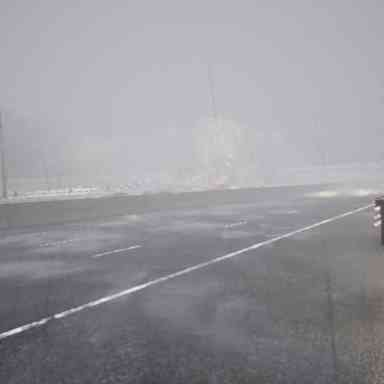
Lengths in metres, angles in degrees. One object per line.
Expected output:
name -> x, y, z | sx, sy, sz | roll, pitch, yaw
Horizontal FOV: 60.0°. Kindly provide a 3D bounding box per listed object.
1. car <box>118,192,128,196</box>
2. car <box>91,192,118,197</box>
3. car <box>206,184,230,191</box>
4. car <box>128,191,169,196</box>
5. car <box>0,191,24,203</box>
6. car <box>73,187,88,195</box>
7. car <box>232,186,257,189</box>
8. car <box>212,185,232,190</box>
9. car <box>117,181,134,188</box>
car -> -5.658, 0.709, 37.593 | 1.812, 1.442, 4.674 | -1, 2, 39
car -> -9.048, 0.783, 38.960 | 1.837, 1.490, 4.892 | -1, 2, 39
car -> 4.539, -0.362, 55.838 | 2.150, 2.045, 5.566 | -1, 1, 39
car -> -3.786, 0.690, 34.336 | 1.837, 1.490, 4.892 | -1, 2, 39
car -> -24.132, 0.600, 43.386 | 1.882, 1.535, 5.008 | -2, 2, 15
car -> -19.481, -0.209, 59.512 | 1.994, 1.385, 4.181 | -2, 3, 18
car -> 8.480, -0.089, 49.600 | 1.837, 1.490, 4.892 | -1, 1, 39
car -> 5.735, 0.059, 51.767 | 1.895, 1.301, 4.718 | -1, 2, 39
car -> -14.693, -1.567, 73.754 | 2.097, 1.767, 4.553 | -2, 4, 19
